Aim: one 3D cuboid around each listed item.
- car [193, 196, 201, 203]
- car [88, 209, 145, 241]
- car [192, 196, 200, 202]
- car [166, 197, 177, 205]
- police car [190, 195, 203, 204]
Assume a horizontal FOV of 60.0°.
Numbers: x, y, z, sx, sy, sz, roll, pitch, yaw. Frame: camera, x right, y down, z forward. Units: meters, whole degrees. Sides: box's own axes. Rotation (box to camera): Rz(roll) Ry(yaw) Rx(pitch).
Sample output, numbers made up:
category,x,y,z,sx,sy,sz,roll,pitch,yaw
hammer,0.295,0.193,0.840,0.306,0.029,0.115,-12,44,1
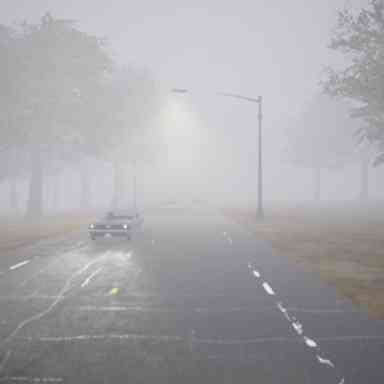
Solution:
category,x,y,z,sx,sy,sz,roll,pitch,yaw
car,1.040,1.600,74.470,1.837,1.490,4.892,0,0,0
car,-3.602,1.562,16.523,1.895,1.301,4.718,0,0,0
car,1.039,1.623,80.472,1.837,1.490,4.892,0,0,0
car,-3.542,1.590,58.562,2.033,1.411,5.357,0,0,1
police car,1.041,1.486,64.577,1.930,1.638,5.238,0,0,0
